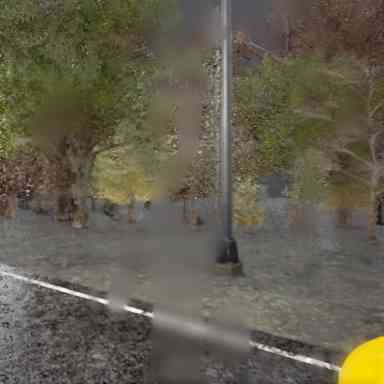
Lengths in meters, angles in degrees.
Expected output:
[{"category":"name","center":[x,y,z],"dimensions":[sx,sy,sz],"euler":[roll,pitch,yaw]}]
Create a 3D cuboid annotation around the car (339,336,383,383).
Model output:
[{"category":"car","center":[3.283,1.444,1.352],"dimensions":[5.008,1.535,1.882],"euler":[-1,-1,36]}]
